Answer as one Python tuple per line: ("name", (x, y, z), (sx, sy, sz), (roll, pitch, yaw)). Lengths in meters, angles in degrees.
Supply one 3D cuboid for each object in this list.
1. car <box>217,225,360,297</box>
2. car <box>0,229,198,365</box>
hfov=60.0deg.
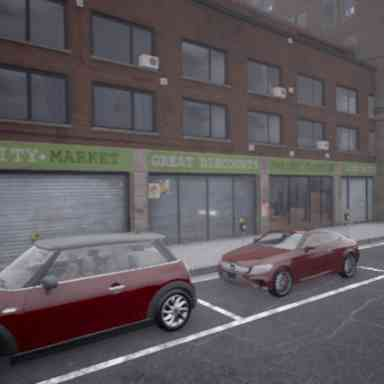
("car", (2.565, 1.531, 8.346), (4.206, 1.307, 1.802), (0, 0, -35))
("car", (-1.997, 1.428, 5.121), (4.097, 1.590, 1.967), (0, 0, -35))
